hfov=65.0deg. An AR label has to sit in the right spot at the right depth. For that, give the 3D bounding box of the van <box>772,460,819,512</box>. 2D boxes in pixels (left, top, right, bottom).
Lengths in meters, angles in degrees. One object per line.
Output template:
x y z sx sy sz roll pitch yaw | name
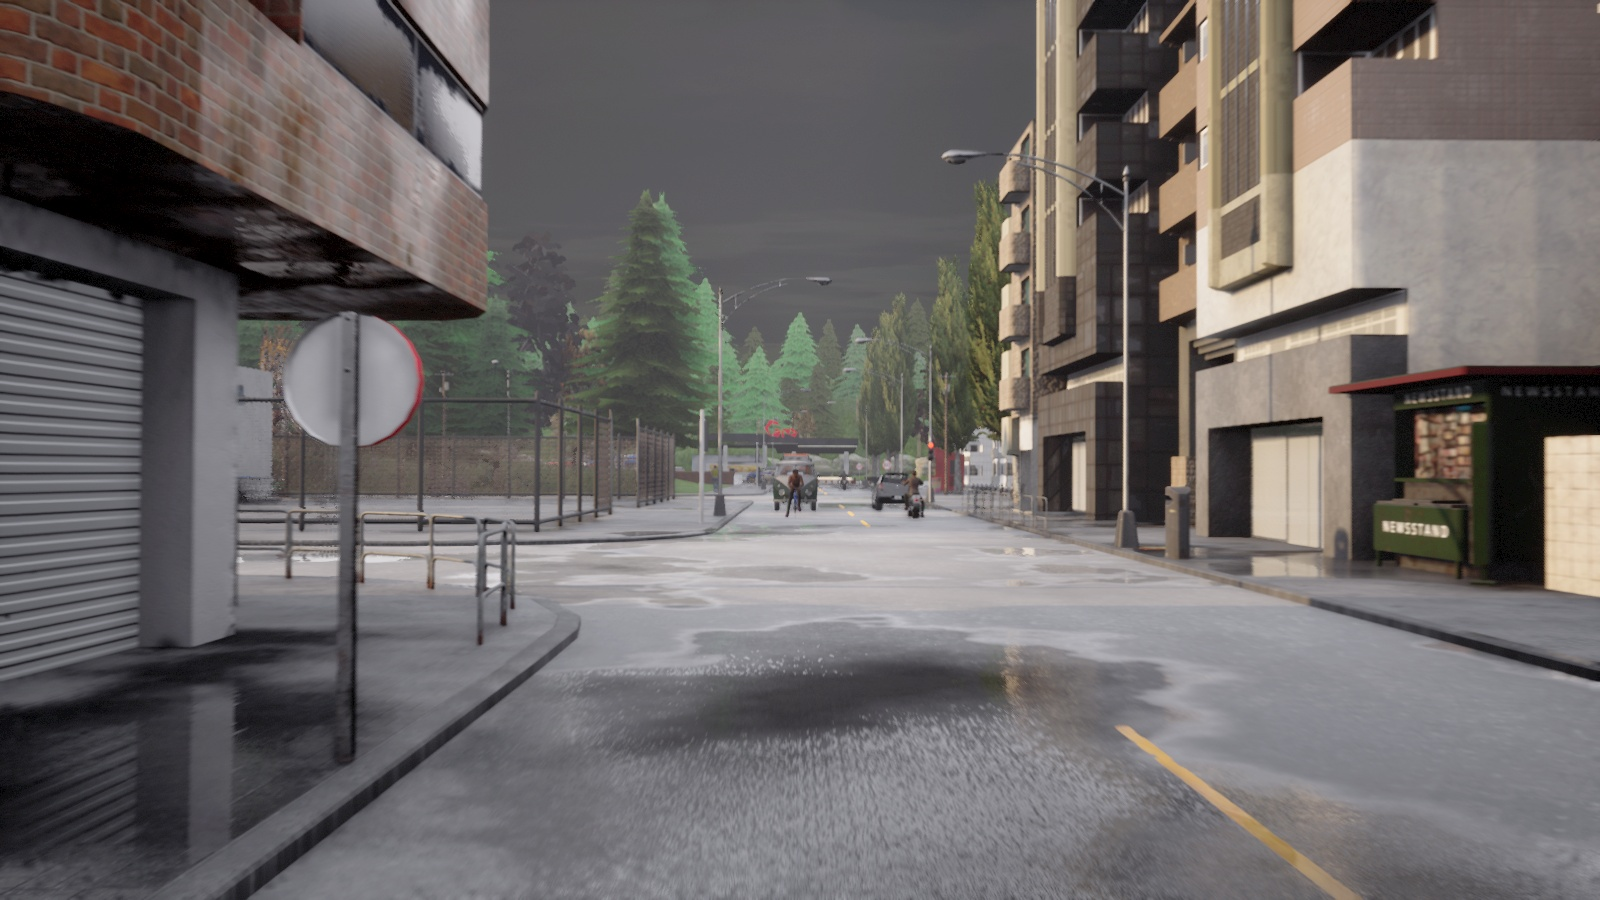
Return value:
-0.173 1.418 50.260 1.775 1.987 4.442 0 -1 0 | van

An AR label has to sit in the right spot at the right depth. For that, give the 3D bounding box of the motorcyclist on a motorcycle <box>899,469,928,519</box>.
3.854 1.472 42.703 0.766 1.649 2.350 0 -1 0 | motorcyclist on a motorcycle

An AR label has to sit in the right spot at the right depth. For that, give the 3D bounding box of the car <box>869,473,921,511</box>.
3.826 1.677 51.073 1.845 1.501 3.633 0 -1 0 | car

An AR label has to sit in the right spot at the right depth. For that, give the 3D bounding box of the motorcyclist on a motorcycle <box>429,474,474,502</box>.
-19.067 2.088 68.739 2.191 1.530 0.866 0 -1 0 | motorcyclist on a motorcycle
